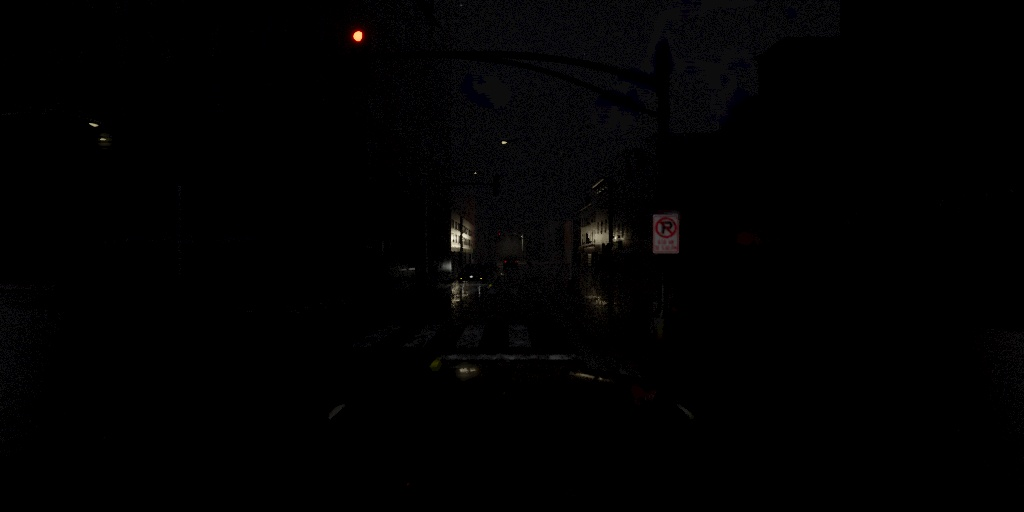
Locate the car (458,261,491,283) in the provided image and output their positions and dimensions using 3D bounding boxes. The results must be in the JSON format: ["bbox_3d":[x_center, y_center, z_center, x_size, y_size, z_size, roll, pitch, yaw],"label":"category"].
[{"bbox_3d":[-2.951,1.314,27.900,1.994,1.385,4.181,0,0,0],"label":"car"}]

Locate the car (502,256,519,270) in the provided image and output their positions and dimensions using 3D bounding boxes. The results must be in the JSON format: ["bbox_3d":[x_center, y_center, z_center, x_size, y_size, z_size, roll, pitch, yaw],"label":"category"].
[{"bbox_3d":[-0.198,0.979,52.573,2.150,2.045,5.566,0,0,0],"label":"car"}]

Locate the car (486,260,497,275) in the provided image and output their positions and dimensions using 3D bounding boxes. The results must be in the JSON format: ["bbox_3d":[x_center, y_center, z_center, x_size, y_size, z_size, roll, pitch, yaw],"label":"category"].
[{"bbox_3d":[-2.992,1.300,38.391,2.033,1.411,5.357,0,0,0],"label":"car"}]
